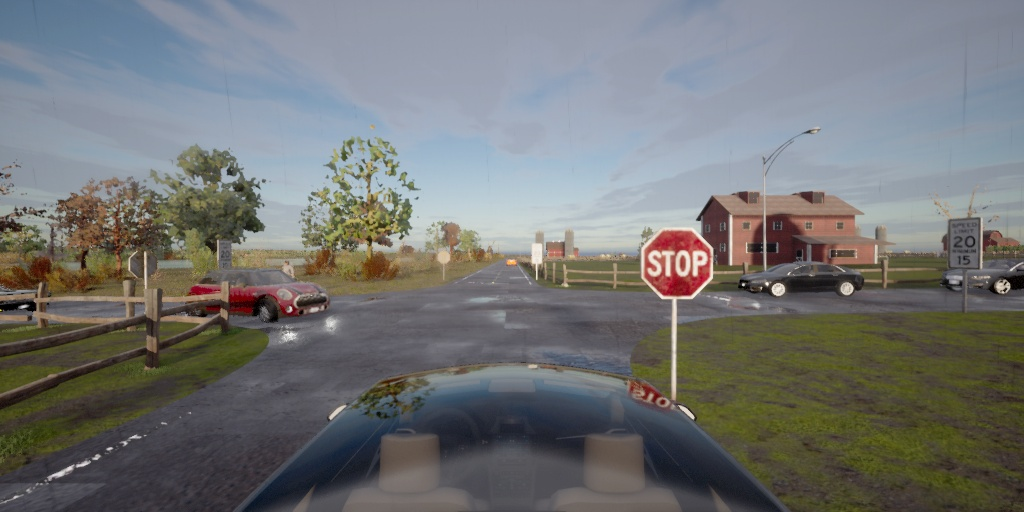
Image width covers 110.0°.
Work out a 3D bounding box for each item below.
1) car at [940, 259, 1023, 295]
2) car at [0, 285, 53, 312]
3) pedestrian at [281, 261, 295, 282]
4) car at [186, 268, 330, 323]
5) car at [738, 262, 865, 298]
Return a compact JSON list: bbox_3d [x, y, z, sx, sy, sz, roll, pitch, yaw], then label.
[{"bbox_3d":[22.438,0.883,16.192,4.902,1.511,2.128,-1,0,0],"label":"car"},{"bbox_3d":[-20.618,1.628,13.562,4.718,1.301,1.895,-1,0,1],"label":"car"},{"bbox_3d":[-12.181,1.162,19.444,0.375,1.860,0.375,0,1,0],"label":"pedestrian"},{"bbox_3d":[-8.732,1.221,12.462,4.553,1.767,2.097,-1,1,15],"label":"car"},{"bbox_3d":[12.983,1.034,16.296,4.892,1.490,1.837,-1,0,2],"label":"car"}]
